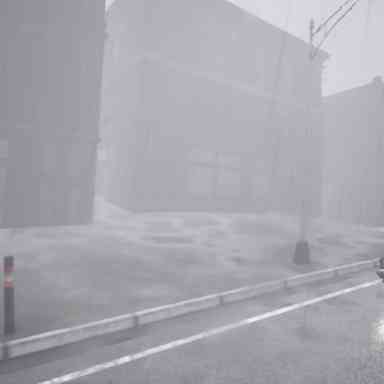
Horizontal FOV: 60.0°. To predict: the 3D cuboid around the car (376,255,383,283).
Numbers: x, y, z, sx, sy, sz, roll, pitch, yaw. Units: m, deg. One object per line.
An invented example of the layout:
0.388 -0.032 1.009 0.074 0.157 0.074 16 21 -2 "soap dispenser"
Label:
6.385 1.639 7.861 4.718 1.301 1.895 1 0 -35 "car"
